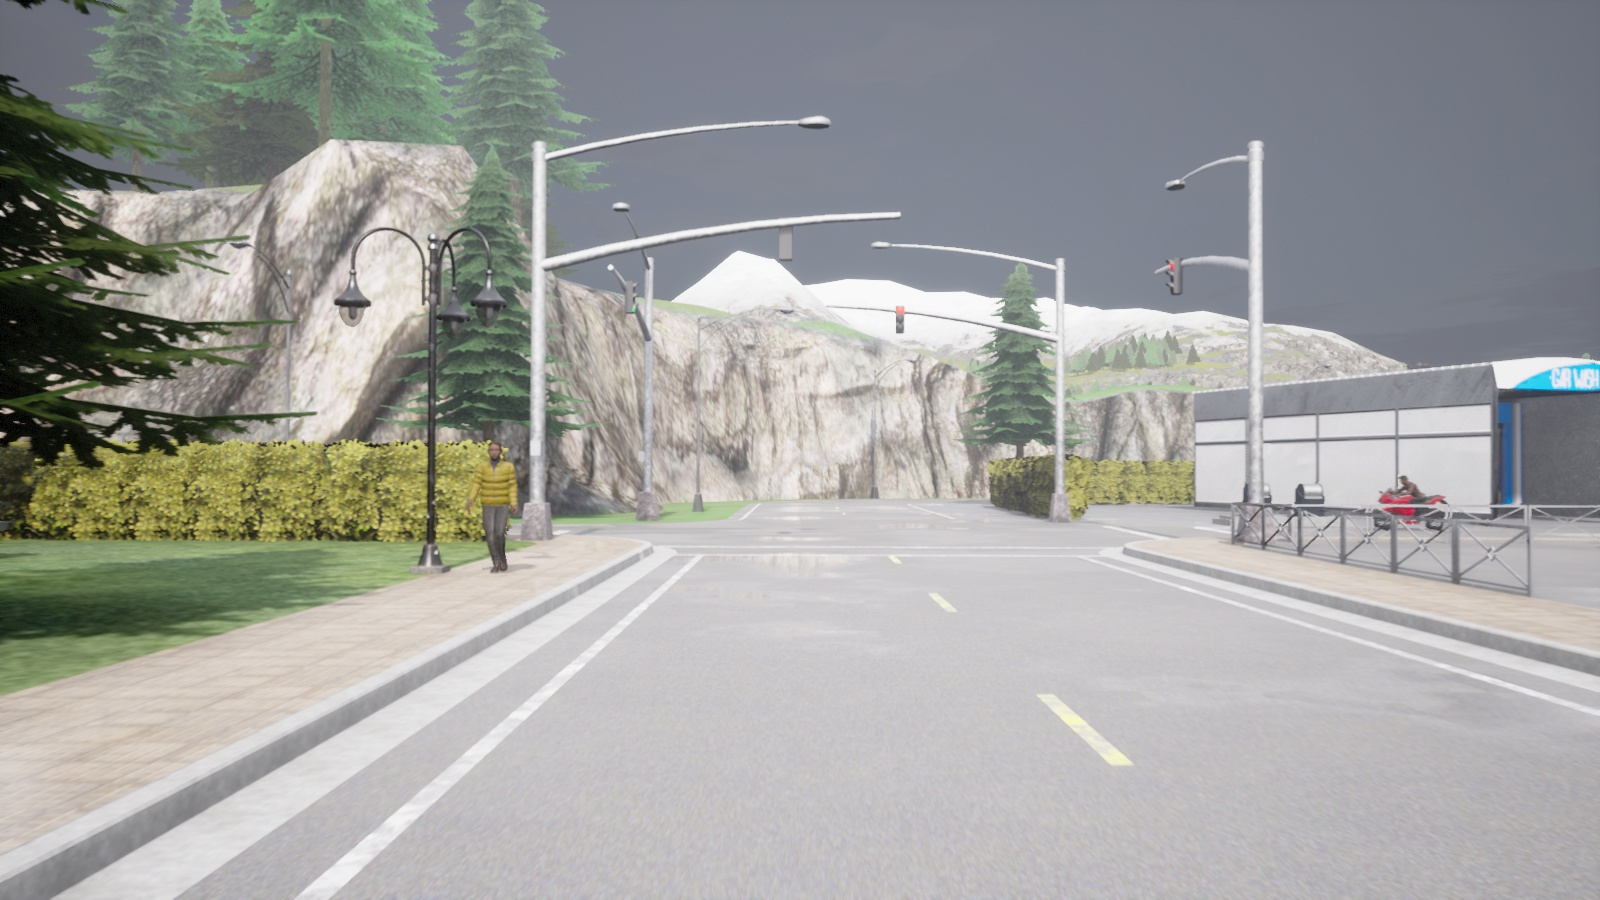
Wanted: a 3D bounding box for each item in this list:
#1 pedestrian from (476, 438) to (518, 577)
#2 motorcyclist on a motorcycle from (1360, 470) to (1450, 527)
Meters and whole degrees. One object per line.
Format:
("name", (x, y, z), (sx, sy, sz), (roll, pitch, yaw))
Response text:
("pedestrian", (-4.101, 0.772, 17.035), (0.431, 1.840, 0.709), (0, -1, -3))
("motorcyclist on a motorcycle", (16.390, 1.301, 34.049), (2.044, 1.523, 0.797), (0, -1, 1))
